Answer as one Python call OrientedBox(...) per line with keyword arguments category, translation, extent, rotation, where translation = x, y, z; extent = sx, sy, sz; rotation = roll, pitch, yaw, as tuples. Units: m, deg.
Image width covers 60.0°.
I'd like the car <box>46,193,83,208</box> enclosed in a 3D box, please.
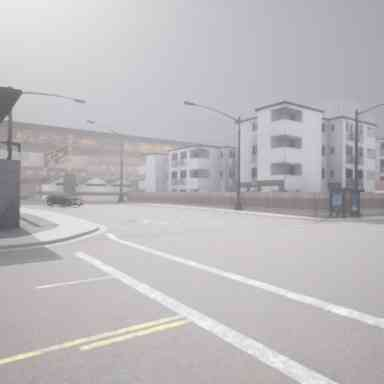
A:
OrientedBox(category="car", translation=(-14.454, 0.920, 37.801), extent=(4.902, 1.511, 2.128), rotation=(2, 0, 32))
